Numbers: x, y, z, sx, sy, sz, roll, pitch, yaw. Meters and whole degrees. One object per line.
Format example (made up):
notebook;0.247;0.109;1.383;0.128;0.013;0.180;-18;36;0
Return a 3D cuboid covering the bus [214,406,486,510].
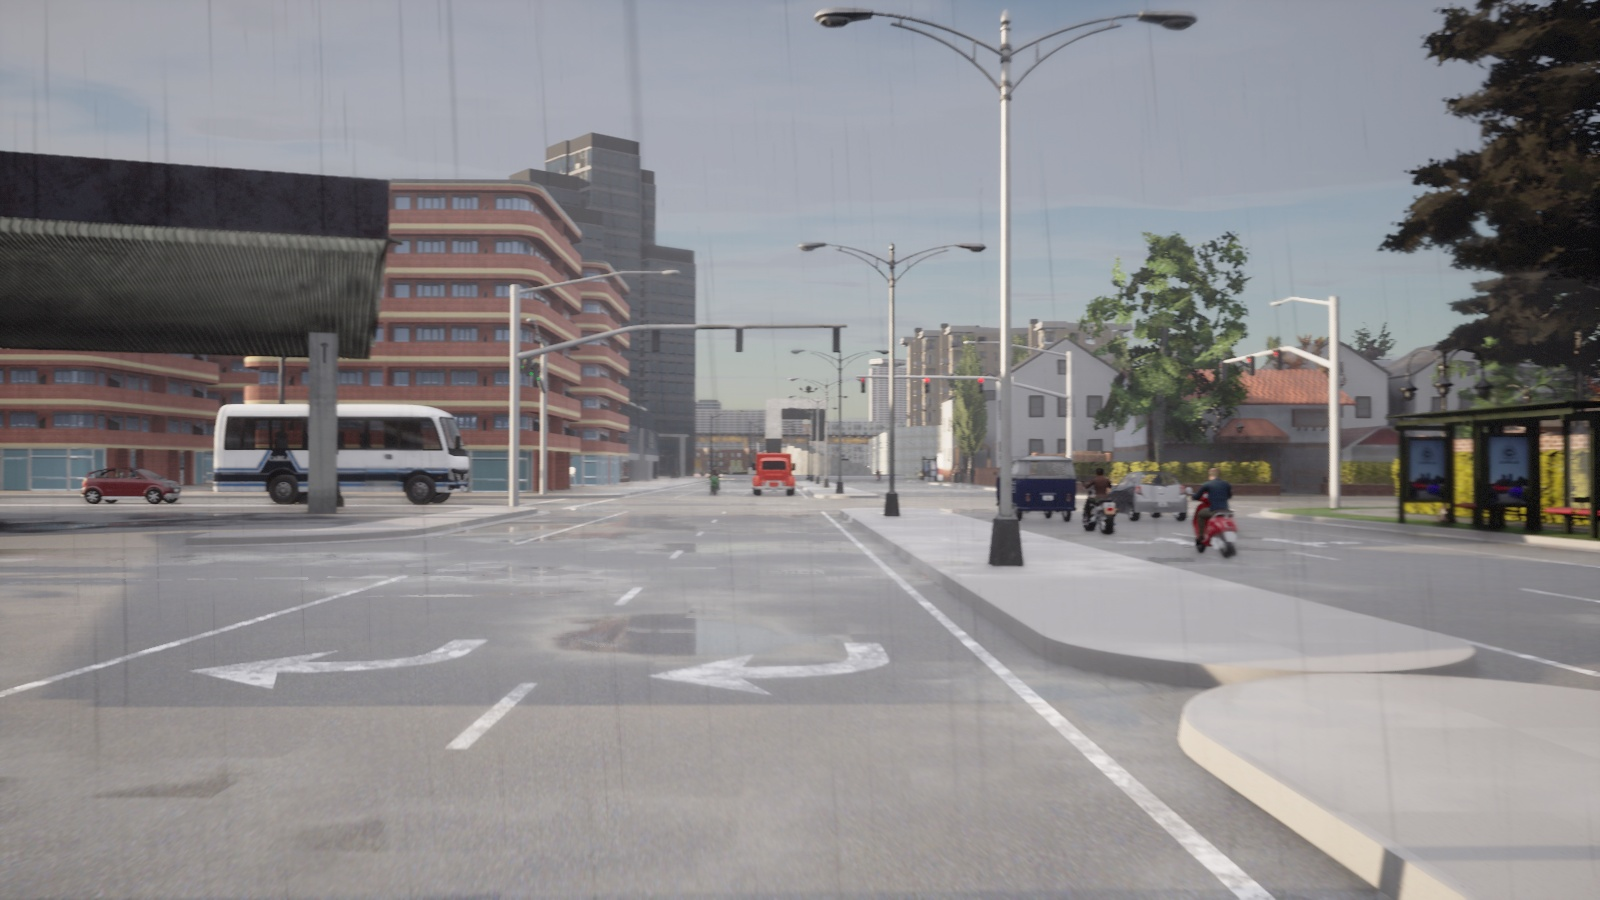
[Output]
bus;-19.023;0.350;53.740;10.273;4.253;3.944;0;-1;-2

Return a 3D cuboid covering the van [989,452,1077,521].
van;7.108;1.101;38.779;1.775;1.987;4.442;0;-1;-1

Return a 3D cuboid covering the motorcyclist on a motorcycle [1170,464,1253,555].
motorcyclist on a motorcycle;7.475;1.063;22.924;0.866;1.590;1.817;0;-1;-1

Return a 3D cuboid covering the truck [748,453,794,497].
truck;-1.708;1.438;73.921;2.627;2.467;5.204;0;-1;-1

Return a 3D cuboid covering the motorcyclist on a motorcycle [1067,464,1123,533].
motorcyclist on a motorcycle;7.286;1.183;31.109;0.766;1.649;2.350;0;-1;-1

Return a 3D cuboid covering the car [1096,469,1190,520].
car;10.603;1.346;39.076;1.845;1.501;3.633;0;-1;-1

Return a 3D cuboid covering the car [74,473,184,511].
car;-28.459;1.755;53.345;3.705;1.549;1.789;0;-1;-2
